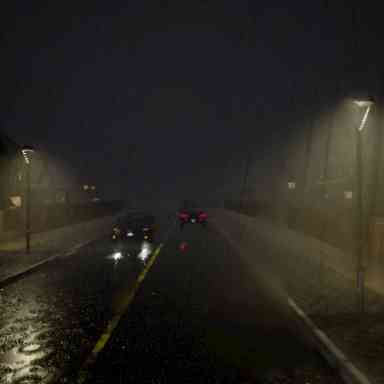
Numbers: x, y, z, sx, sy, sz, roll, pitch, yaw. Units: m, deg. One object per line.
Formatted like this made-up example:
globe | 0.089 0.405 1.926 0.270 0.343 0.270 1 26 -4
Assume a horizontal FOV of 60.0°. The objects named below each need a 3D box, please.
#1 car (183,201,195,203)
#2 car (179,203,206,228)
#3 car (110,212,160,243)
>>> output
car | -0.382 1.789 39.202 2.097 1.767 4.553 0 -1 -3
car | 0.070 1.790 24.644 1.812 1.442 4.674 0 -1 0
car | -2.779 1.741 16.922 1.994 1.385 4.181 0 -1 0
